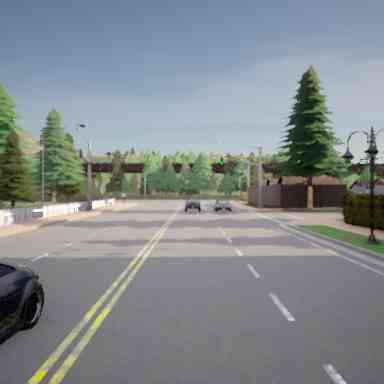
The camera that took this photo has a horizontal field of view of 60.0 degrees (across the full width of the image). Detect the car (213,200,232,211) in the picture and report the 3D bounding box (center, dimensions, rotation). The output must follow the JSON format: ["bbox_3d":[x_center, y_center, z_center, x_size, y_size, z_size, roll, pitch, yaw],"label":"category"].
[{"bbox_3d":[3.597,1.624,39.972,1.895,1.301,4.718,0,0,0],"label":"car"}]

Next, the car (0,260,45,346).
[{"bbox_3d":[-3.575,1.567,4.133,1.994,1.385,4.181,0,0,0],"label":"car"}]

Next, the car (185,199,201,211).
[{"bbox_3d":[0.095,1.549,40.830,1.812,1.442,4.674,0,0,0],"label":"car"}]
